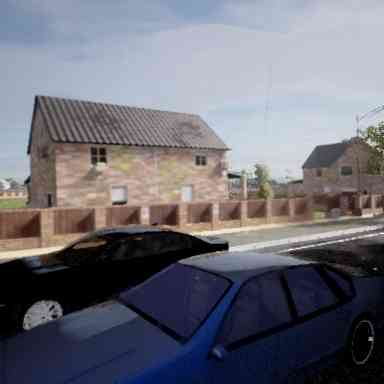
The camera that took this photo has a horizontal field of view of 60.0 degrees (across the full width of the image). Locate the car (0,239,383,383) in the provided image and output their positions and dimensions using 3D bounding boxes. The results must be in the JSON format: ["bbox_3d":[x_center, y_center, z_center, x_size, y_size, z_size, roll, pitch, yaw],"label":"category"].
[{"bbox_3d":[0.507,1.508,4.047,5.357,1.411,2.033,-1,1,-35],"label":"car"}]

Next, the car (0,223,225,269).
[{"bbox_3d":[-1.445,1.440,6.646,5.008,1.535,1.882,-1,1,-35],"label":"car"}]
